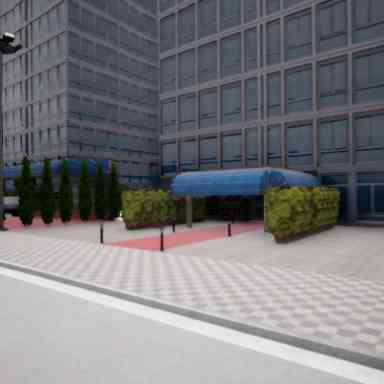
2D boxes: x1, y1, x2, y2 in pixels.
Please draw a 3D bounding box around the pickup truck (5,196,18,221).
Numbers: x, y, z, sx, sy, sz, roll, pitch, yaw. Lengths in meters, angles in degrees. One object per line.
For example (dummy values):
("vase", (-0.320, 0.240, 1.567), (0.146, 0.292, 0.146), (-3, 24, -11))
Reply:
("pickup truck", (-14.397, 1.393, 26.867), (2.390, 2.098, 6.274), (0, 0, -22))
